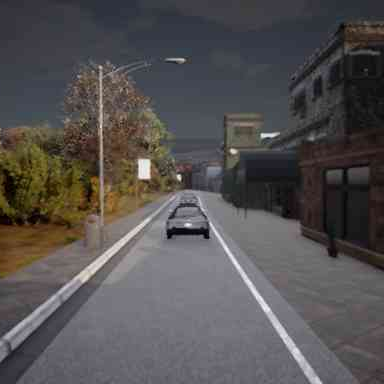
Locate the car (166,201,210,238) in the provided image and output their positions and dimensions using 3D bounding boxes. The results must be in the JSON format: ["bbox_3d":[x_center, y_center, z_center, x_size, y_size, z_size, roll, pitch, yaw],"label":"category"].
[{"bbox_3d":[-0.199,1.347,16.280,1.994,1.385,4.181,0,1,-1],"label":"car"}]

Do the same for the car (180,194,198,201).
[{"bbox_3d":[-0.352,0.875,35.354,2.033,1.411,5.357,0,2,0],"label":"car"}]
